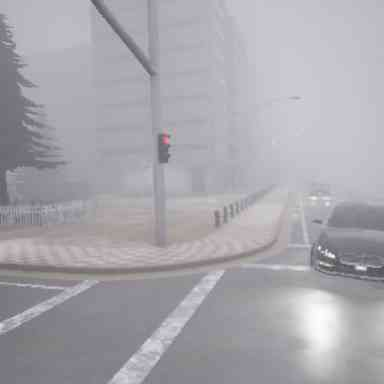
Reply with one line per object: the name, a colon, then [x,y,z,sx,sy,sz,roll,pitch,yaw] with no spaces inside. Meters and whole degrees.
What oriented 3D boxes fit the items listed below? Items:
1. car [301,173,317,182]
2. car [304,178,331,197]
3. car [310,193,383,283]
car: [19.980,-2.246,56.848,2.150,2.045,5.566,-1,3,17]
car: [12.342,-0.378,32.511,2.033,1.411,5.357,-1,3,17]
car: [4.269,1.015,8.360,1.837,1.490,4.892,2,5,27]
